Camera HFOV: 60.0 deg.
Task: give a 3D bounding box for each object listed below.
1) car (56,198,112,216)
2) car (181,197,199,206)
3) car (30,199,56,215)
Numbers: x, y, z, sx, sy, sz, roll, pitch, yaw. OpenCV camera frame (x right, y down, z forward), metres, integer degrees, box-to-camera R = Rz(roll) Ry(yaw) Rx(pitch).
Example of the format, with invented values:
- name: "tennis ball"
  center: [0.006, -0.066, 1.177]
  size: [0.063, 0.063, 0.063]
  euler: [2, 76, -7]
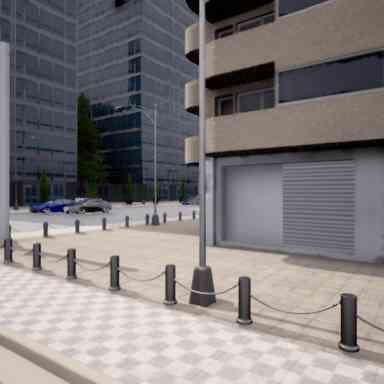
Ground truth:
- name: "car"
  center: [-9.930, 1.425, 31.865]
  size: [2.128, 1.511, 4.902]
  euler: [0, 0, 36]
- name: "car"
  center: [0.111, 1.497, 51.708]
  size: [1.994, 1.385, 4.181]
  euler: [0, 0, 36]
- name: "car"
  center: [-13.447, 1.410, 32.973]
  size: [1.882, 1.535, 5.008]
  euler: [0, 0, 36]
